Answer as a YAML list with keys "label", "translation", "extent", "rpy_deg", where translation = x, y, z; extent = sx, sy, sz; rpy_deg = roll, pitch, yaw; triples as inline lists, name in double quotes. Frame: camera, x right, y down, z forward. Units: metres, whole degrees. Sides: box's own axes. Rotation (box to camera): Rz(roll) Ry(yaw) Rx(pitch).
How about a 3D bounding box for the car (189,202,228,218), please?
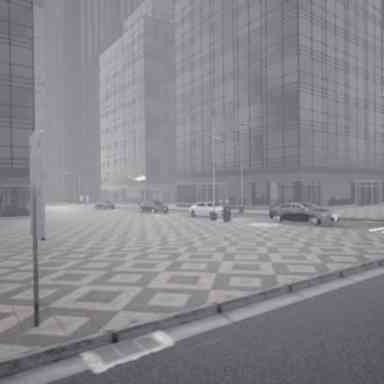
- label: "car"
  translation: [1.548, 1.614, 30.408]
  extent: [1.812, 1.442, 4.674]
  rpy_deg: [-1, 0, -36]

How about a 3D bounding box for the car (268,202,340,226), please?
- label: "car"
  translation: [7.389, 1.426, 22.359]
  extent: [2.128, 1.511, 4.902]
  rpy_deg: [-1, 0, -36]

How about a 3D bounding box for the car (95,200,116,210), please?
- label: "car"
  translation: [-13.398, 2.019, 51.132]
  extent: [1.837, 1.490, 4.892]
  rpy_deg: [-1, 0, -36]

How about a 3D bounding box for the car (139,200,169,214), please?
- label: "car"
  translation: [-4.499, 1.752, 38.738]
  extent: [1.837, 1.490, 4.892]
  rpy_deg: [-1, 0, -36]
